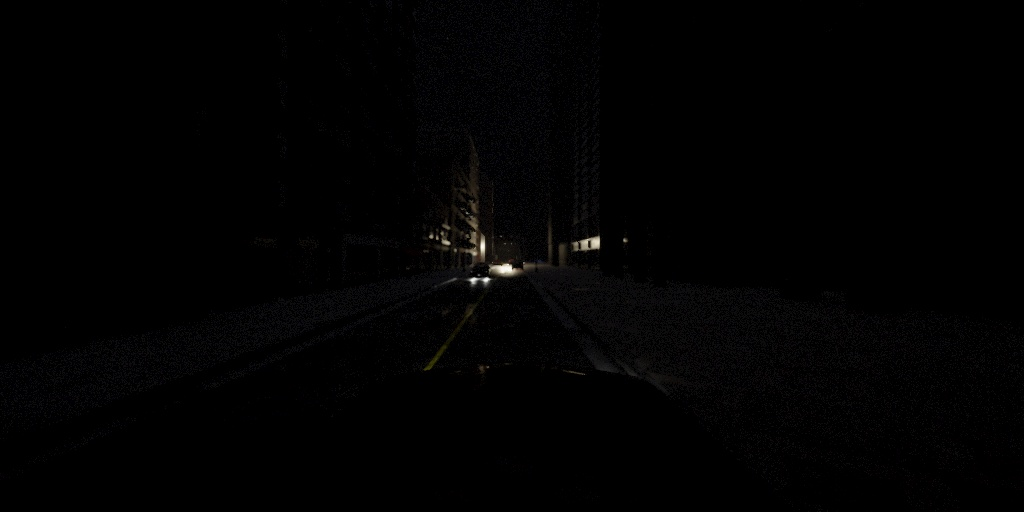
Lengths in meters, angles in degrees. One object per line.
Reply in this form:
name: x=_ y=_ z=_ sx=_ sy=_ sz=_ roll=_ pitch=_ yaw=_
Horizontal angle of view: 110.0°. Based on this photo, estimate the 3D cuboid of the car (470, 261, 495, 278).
car: x=-3.088 y=1.429 z=36.264 sx=2.033 sy=1.411 sz=5.357 roll=0 pitch=0 yaw=0

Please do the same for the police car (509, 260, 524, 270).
police car: x=0.907 y=1.444 z=58.729 sx=1.930 sy=1.638 sz=5.238 roll=0 pitch=0 yaw=0
